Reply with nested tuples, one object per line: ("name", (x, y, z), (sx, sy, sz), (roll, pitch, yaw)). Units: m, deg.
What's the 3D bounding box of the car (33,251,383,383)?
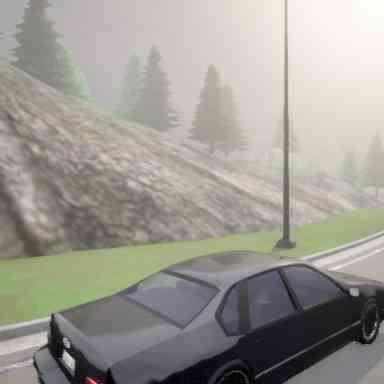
("car", (0.826, 1.573, 4.601), (5.357, 1.411, 2.033), (0, 0, -39))
